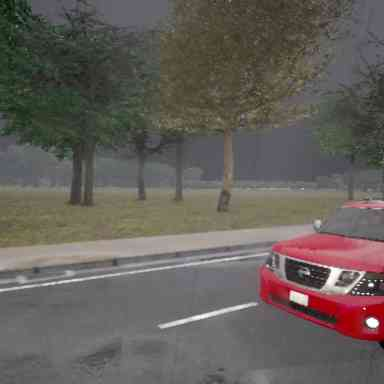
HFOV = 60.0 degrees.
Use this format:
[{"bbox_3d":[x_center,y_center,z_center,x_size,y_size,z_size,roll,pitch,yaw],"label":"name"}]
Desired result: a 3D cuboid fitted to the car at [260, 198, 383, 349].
[{"bbox_3d":[3.817,1.165,6.237,5.566,2.045,2.150,0,1,-34],"label":"car"}]
